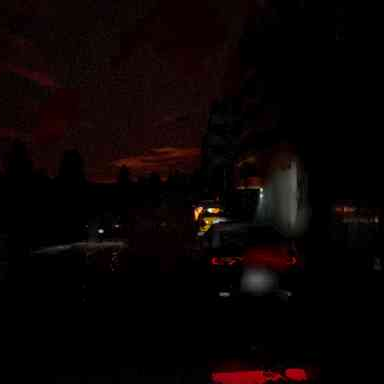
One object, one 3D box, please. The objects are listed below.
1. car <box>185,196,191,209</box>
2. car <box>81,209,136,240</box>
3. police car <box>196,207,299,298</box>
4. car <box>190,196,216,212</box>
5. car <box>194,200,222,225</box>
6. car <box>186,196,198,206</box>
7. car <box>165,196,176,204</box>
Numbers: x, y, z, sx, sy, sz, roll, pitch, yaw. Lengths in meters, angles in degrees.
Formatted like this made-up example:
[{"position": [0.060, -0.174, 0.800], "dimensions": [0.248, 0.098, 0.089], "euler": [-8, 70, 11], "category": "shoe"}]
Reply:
[{"position": [0.025, 1.491, 44.505], "dimensions": [2.128, 1.511, 4.902], "euler": [0, 0, 1], "category": "car"}, {"position": [-4.099, 1.564, 16.920], "dimensions": [1.994, 1.385, 4.181], "euler": [0, 0, 0], "category": "car"}, {"position": [1.188, 1.420, 8.673], "dimensions": [1.930, 1.638, 5.238], "euler": [0, 0, 0], "category": "police car"}, {"position": [1.147, 1.300, 24.532], "dimensions": [2.097, 1.767, 4.553], "euler": [-3, 0, 0], "category": "car"}, {"position": [1.200, 1.456, 18.751], "dimensions": [1.801, 1.575, 5.366], "euler": [0, 0, 0], "category": "car"}, {"position": [0.000, 1.505, 56.686], "dimensions": [1.837, 1.490, 4.892], "euler": [0, 0, 0], "category": "car"}, {"position": [-3.999, 1.547, 63.013], "dimensions": [2.033, 1.411, 5.357], "euler": [0, 0, 0], "category": "car"}]
